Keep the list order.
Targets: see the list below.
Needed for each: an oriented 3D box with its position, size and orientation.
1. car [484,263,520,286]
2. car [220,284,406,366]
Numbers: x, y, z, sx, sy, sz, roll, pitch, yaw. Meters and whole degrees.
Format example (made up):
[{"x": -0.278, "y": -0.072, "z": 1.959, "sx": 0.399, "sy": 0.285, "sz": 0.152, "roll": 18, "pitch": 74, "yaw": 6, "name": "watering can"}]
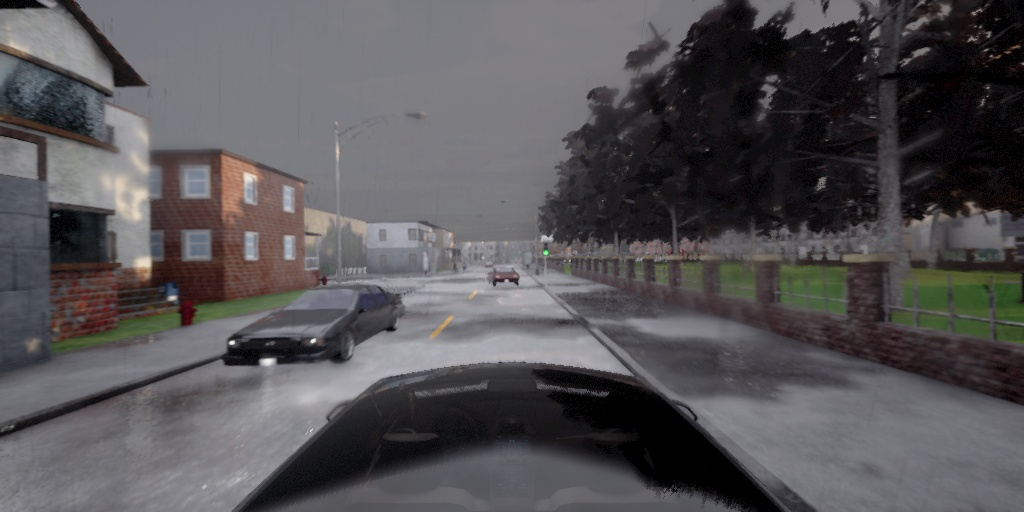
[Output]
[{"x": -0.771, "y": 1.446, "z": 26.732, "sx": 1.895, "sy": 1.301, "sz": 4.718, "roll": -1, "pitch": 0, "yaw": -10, "name": "car"}, {"x": -4.132, "y": 1.413, "z": 8.704, "sx": 2.033, "sy": 1.411, "sz": 5.357, "roll": -1, "pitch": 0, "yaw": 0, "name": "car"}]
